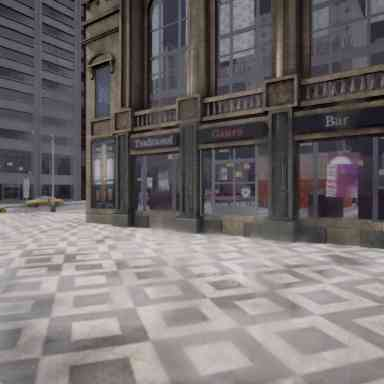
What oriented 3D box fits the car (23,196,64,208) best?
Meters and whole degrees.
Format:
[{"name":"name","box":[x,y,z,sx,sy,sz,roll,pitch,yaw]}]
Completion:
[{"name":"car","box":[-18.529,1.146,41.593,1.752,1.417,4.829,1,2,36]}]

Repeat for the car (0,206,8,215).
[{"name":"car","box":[-18.052,1.343,27.692,1.752,1.417,4.829,1,2,36]}]
